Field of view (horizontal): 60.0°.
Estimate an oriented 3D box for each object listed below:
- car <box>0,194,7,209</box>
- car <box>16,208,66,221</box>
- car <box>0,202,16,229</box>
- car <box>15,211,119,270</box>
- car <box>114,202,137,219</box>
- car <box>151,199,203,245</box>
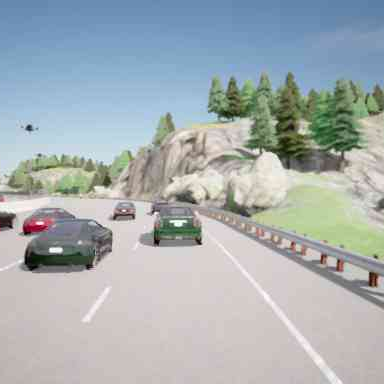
[{"bbox_3d":[-27.695,1.284,46.290,2.150,2.045,5.566,0,0,-15],"label":"car"},{"bbox_3d":[-8.097,1.583,19.237,1.994,1.385,4.181,0,0,-6],"label":"car"},{"bbox_3d":[-11.546,1.518,18.697,2.128,1.511,4.902,0,0,-6],"label":"car"},{"bbox_3d":[-3.894,1.574,11.200,1.994,1.385,4.181,0,0,-4],"label":"car"},{"bbox_3d":[-5.880,1.565,29.290,2.033,1.411,5.357,0,0,-9],"label":"car"},{"bbox_3d":[-0.746,1.357,15.903,2.097,1.767,4.553,0,0,-5],"label":"car"}]
